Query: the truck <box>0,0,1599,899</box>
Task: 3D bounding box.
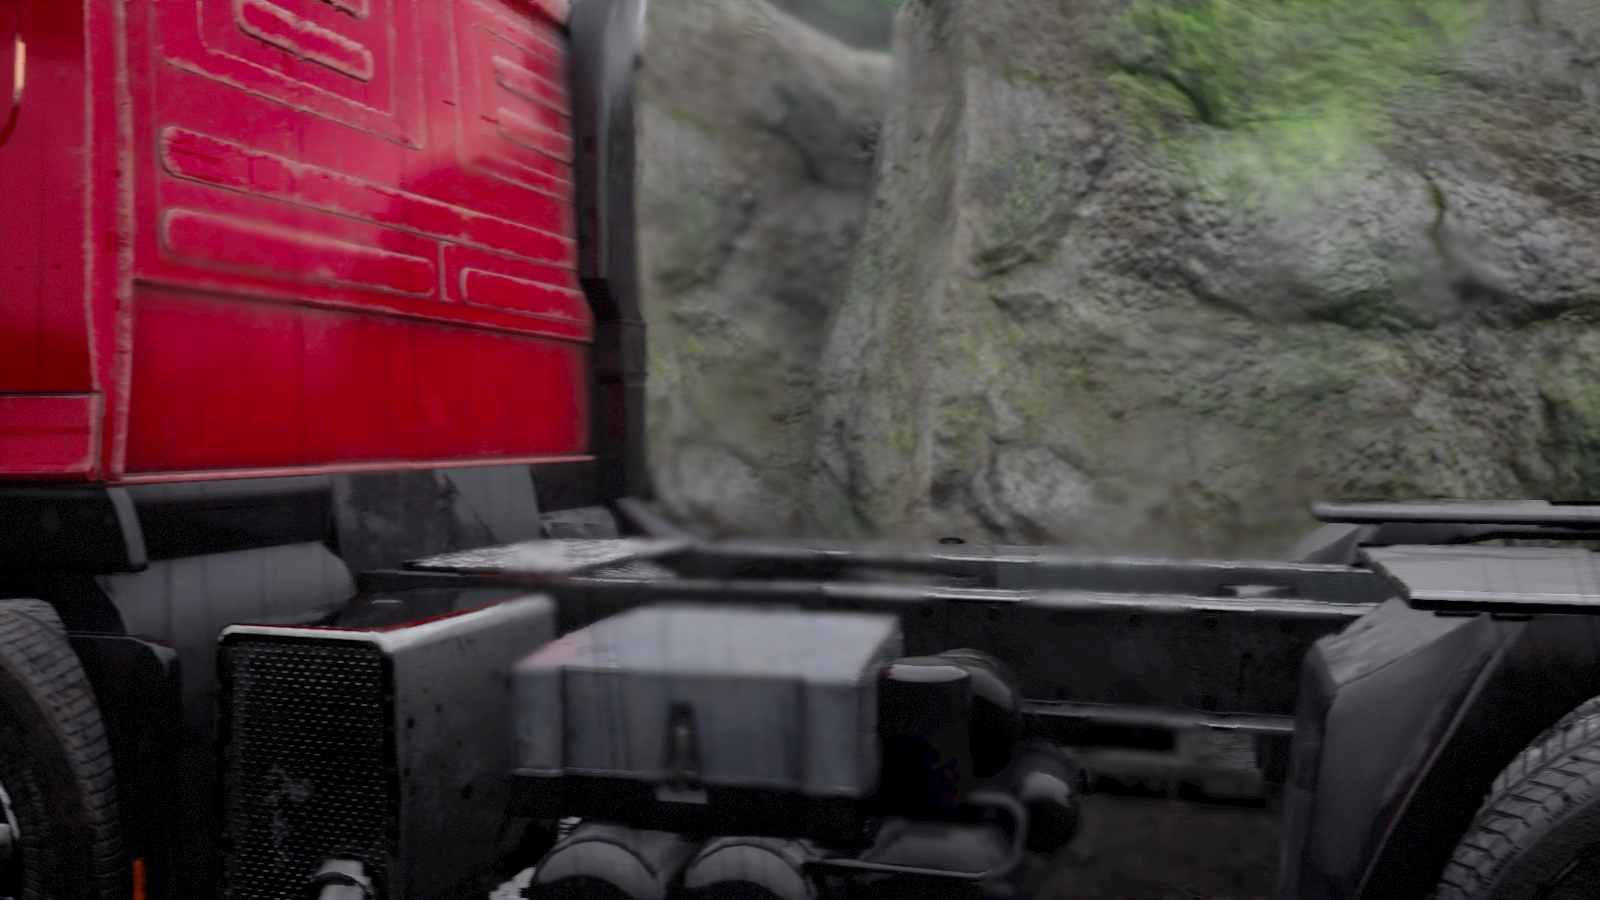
[{"bbox_3d":[0.202,-0.213,3.638,7.936,3.462,2.891,1,1,19],"label":"truck"}]
